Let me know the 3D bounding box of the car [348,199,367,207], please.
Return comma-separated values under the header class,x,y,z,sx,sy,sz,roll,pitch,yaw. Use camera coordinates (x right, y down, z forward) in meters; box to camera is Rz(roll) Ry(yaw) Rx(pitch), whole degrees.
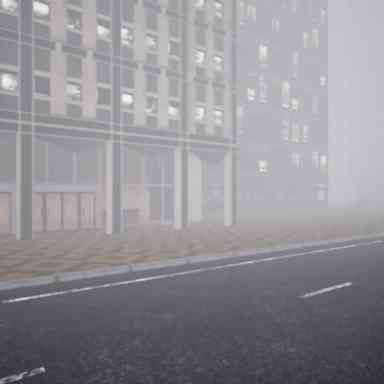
class,x,y,z,sx,sy,sz,roll,pitch,yaw
car,27.719,1.770,53.990,1.887,1.381,4.507,0,0,-34
